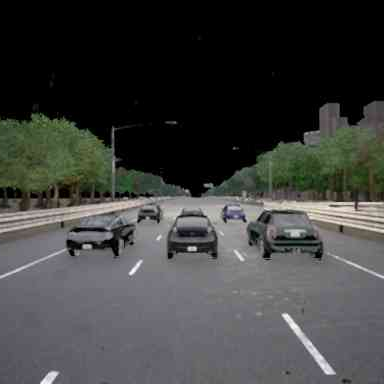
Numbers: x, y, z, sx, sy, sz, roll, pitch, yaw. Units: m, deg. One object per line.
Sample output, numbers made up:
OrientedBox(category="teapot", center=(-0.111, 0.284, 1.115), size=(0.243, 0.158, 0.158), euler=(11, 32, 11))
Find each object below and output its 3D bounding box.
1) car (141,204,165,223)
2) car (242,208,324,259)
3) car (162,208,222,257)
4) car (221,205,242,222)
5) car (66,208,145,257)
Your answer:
OrientedBox(category="car", center=(-3.469, 1.794, 28.492), size=(1.837, 1.490, 4.892), euler=(0, 0, 0))
OrientedBox(category="car", center=(3.527, 1.491, 13.427), size=(2.097, 1.767, 4.553), euler=(0, -1, 0))
OrientedBox(category="car", center=(0.026, 1.648, 13.487), size=(1.837, 1.490, 4.892), euler=(0, 0, 0))
OrientedBox(category="car", center=(3.534, 1.815, 28.886), size=(1.812, 1.442, 4.674), euler=(0, 0, 0))
OrientedBox(category="car", center=(-3.474, 1.633, 13.509), size=(2.128, 1.511, 4.902), euler=(0, 0, 0))
